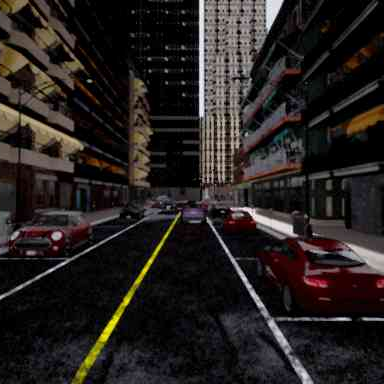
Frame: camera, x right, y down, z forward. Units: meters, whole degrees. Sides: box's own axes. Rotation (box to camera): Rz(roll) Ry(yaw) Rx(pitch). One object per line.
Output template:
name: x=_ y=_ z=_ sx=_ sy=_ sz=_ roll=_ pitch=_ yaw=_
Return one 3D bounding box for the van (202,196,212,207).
van: x=2.578 y=1.666 z=58.504 sx=1.690 sy=1.788 sz=3.998 roll=0 pitch=0 yaw=0

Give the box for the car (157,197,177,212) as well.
car: x=-2.832 y=1.710 z=42.349 sx=2.128 sy=1.511 sz=4.902 roll=0 pitch=0 yaw=0

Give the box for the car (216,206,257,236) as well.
car: x=2.573 y=1.670 z=18.675 sx=1.802 sy=1.307 sz=4.206 roll=0 pitch=0 yaw=0

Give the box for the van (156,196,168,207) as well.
van: x=-5.302 y=1.666 z=58.499 sx=1.690 sy=1.788 sz=3.998 roll=0 pitch=0 yaw=0

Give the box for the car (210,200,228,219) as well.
car: x=2.574 y=1.714 z=30.055 sx=1.947 sy=1.339 sz=4.313 roll=0 pitch=0 yaw=0

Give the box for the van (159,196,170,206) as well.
van: x=-5.302 y=1.705 z=64.189 sx=1.690 sy=1.788 sz=3.998 roll=0 pitch=0 yaw=0

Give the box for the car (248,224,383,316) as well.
car: x=2.571 y=1.616 z=7.297 sx=1.802 sy=1.307 sz=4.206 roll=0 pitch=0 yaw=0

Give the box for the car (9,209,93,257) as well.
car: x=-5.307 y=1.500 z=12.981 sx=1.967 sy=1.590 sz=4.097 roll=0 pitch=0 yaw=0

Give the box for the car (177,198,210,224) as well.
car: x=0.104 y=1.555 z=25.912 sx=2.033 sy=1.649 sz=4.856 roll=0 pitch=0 yaw=0

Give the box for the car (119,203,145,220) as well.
car: x=-5.306 y=1.713 z=30.049 sx=1.947 sy=1.339 sz=4.313 roll=0 pitch=0 yaw=0

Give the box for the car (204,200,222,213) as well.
car: x=2.575 y=1.759 z=41.433 sx=1.887 sy=1.381 sz=4.507 roll=0 pitch=0 yaw=0

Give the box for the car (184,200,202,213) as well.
car: x=0.106 y=1.761 z=41.450 sx=2.033 sy=1.411 sz=5.357 roll=0 pitch=0 yaw=0

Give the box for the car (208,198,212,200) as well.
car: x=2.575 y=1.706 z=35.915 sx=1.752 sy=1.417 sz=4.829 roll=0 pitch=0 yaw=0

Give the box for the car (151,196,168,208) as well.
car: x=-5.303 y=1.726 z=52.809 sx=1.967 sy=1.590 sz=4.097 roll=0 pitch=0 yaw=0
